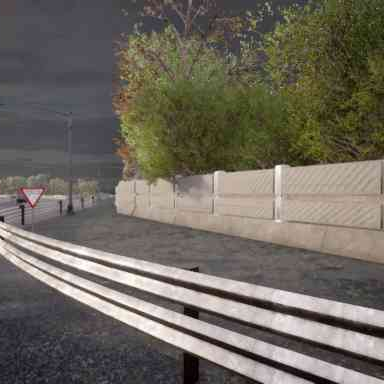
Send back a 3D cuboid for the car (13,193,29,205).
[{"bbox_3d":[-30.430,1.201,60.744,2.150,2.045,5.566,0,0,-18],"label":"car"}]
